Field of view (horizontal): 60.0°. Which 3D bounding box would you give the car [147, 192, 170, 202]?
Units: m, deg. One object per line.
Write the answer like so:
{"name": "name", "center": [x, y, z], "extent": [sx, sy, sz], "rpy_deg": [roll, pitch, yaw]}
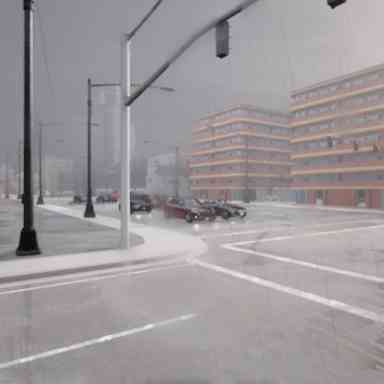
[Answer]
{"name": "car", "center": [-5.871, 0.857, 57.827], "extent": [1.837, 1.490, 4.892], "rpy_deg": [0, 1, -34]}

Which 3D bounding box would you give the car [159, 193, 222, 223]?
{"name": "car", "center": [-0.216, 1.221, 24.519], "extent": [2.097, 1.767, 4.553], "rpy_deg": [0, 1, -34]}

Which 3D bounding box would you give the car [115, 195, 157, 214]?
{"name": "car", "center": [-5.552, 1.297, 32.344], "extent": [1.994, 1.385, 4.181], "rpy_deg": [0, 1, -34]}

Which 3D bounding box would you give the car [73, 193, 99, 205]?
{"name": "car", "center": [-15.305, 0.920, 46.686], "extent": [2.128, 1.511, 4.902], "rpy_deg": [0, 1, -34]}

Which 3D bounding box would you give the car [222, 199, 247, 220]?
{"name": "car", "center": [2.349, 1.348, 26.965], "extent": [2.128, 1.511, 4.902], "rpy_deg": [0, 1, -35]}

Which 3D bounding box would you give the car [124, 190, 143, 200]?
{"name": "car", "center": [-11.732, 0.542, 66.418], "extent": [2.097, 1.767, 4.553], "rpy_deg": [0, 1, -34]}

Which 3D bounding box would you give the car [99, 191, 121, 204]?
{"name": "car", "center": [-12.522, 0.986, 48.820], "extent": [1.994, 1.385, 4.181], "rpy_deg": [0, 1, -34]}

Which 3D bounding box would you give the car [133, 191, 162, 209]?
{"name": "car", "center": [-4.344, 1.032, 36.788], "extent": [2.097, 1.767, 4.553], "rpy_deg": [0, 1, -35]}

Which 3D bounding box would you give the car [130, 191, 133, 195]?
{"name": "car", "center": [-8.762, 0.846, 55.855], "extent": [2.128, 1.511, 4.902], "rpy_deg": [0, 1, -34]}
